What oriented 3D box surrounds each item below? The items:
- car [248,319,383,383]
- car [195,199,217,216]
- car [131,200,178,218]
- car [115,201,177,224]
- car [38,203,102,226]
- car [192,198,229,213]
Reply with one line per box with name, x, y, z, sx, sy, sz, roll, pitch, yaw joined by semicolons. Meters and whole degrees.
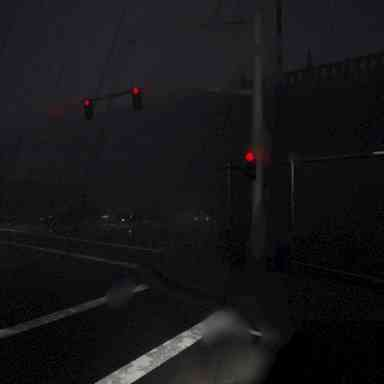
car;2.971;1.547;1.848;5.357;1.411;2.033;0;0;36
car;2.471;1.603;34.047;2.033;1.411;5.357;0;0;35
car;-3.478;1.581;31.711;1.812;1.442;4.674;0;0;36
car;-3.366;1.603;25.837;2.033;1.411;5.357;0;0;35
car;-8.769;1.581;24.312;1.812;1.442;4.674;0;0;37
car;2.304;1.547;39.847;2.128;1.511;4.902;0;0;35
